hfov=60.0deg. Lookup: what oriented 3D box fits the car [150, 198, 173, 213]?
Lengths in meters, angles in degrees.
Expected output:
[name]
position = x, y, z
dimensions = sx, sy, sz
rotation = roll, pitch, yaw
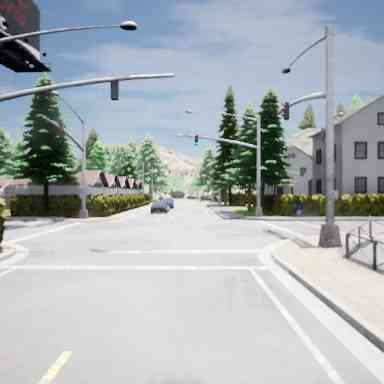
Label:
[car]
position = -3.628, 1.673, 38.358
dimensions = 2.033, 1.411, 5.357
rotation = 0, 0, 0
